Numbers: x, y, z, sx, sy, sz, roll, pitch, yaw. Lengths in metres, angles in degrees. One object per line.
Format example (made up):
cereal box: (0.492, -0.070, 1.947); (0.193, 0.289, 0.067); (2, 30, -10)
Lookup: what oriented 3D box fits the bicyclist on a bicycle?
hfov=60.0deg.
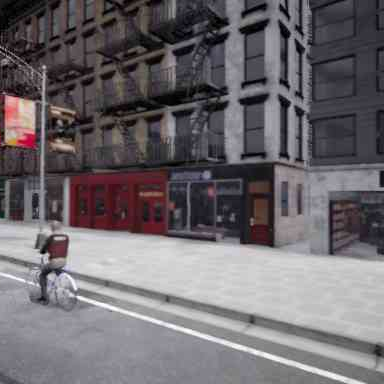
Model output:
bicyclist on a bicycle: (-2.944, 1.476, 6.873); (1.843, 1.776, 0.659); (0, -1, 36)
